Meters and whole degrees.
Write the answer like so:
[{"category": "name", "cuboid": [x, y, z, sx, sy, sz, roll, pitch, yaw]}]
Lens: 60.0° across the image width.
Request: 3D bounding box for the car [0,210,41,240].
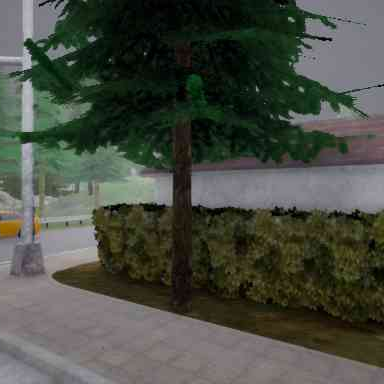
[{"category": "car", "cuboid": [-9.915, 1.669, 16.033, 1.882, 1.535, 5.008, 0, 0, 33]}]
